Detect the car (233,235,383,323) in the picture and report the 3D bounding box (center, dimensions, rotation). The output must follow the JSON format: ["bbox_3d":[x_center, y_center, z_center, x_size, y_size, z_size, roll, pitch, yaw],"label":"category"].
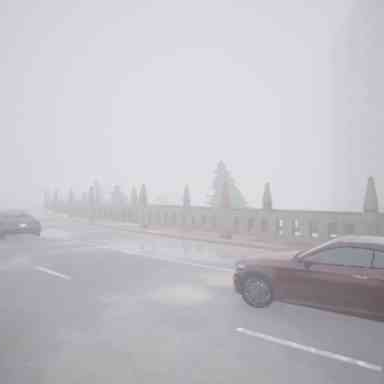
[{"bbox_3d":[3.029,1.558,6.273,4.674,1.442,1.812,0,0,36],"label":"car"}]

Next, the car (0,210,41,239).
[{"bbox_3d":[-9.803,1.645,18.127,1.994,1.385,4.181,0,0,-42],"label":"car"}]
